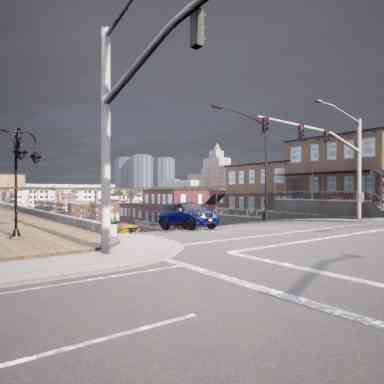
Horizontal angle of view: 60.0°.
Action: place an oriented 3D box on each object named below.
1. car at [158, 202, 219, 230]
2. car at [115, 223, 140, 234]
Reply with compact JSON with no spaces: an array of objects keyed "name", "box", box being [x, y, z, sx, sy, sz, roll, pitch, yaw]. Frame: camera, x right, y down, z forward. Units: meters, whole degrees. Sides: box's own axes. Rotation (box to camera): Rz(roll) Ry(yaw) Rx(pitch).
[{"name":"car","box":[-0.405,1.777,24.645,2.150,2.045,5.566,0,-5,-36]},{"name":"car","box":[-7.031,3.865,33.654,1.882,1.535,5.008,0,-12,-36]}]
